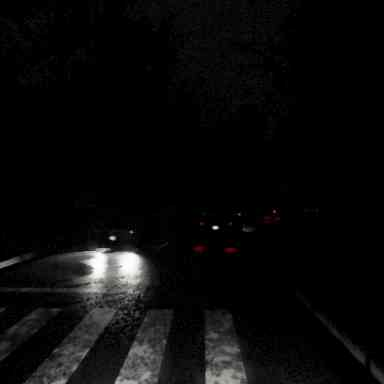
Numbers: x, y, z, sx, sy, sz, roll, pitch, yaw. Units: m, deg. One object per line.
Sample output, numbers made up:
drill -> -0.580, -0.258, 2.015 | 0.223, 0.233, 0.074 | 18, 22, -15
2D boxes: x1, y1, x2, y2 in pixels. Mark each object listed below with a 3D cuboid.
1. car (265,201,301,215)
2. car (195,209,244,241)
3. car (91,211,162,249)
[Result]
car -> 8.937, 1.510, 32.321 | 1.895, 1.301, 4.718 | -1, 0, 37
car -> 1.445, 1.518, 16.426 | 1.994, 1.385, 4.181 | 0, 0, 12
car -> -2.663, 1.531, 14.407 | 1.994, 1.385, 4.181 | 0, 0, 10
